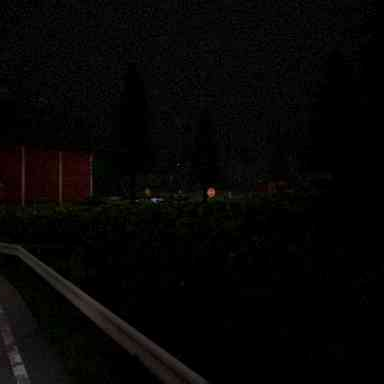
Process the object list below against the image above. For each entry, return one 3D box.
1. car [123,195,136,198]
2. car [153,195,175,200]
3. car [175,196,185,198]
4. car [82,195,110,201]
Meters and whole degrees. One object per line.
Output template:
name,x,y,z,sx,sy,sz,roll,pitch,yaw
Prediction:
car,-16.845,1.529,89.687,1.816,1.474,4.193,0,0,33
car,-5.053,1.592,51.215,1.994,1.385,4.181,0,0,33
car,-2.576,1.524,61.380,1.882,1.535,5.008,0,0,33
car,-13.763,1.547,44.469,1.812,1.442,4.674,0,0,33
